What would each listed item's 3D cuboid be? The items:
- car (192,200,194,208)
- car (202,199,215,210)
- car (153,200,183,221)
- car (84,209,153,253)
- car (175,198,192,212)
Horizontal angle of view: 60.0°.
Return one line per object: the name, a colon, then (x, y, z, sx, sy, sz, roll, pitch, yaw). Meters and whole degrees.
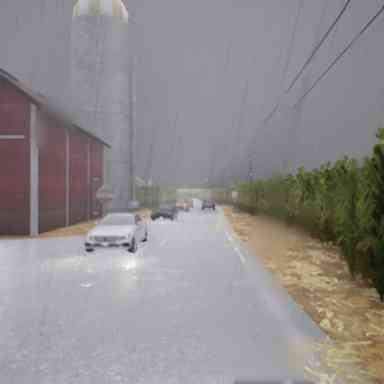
car: (-0.714, 1.812, 54.331, 1.837, 1.490, 4.892, 0, 1, 2)
car: (2.440, 1.772, 48.946, 2.128, 1.511, 4.902, 0, 0, 3)
car: (-2.327, 1.717, 29.475, 2.033, 1.411, 5.357, 0, 0, 3)
car: (-3.031, 1.607, 14.200, 1.812, 1.442, 4.674, 0, -1, 2)
car: (-1.483, 1.591, 41.728, 2.097, 1.767, 4.553, 0, 0, 4)
